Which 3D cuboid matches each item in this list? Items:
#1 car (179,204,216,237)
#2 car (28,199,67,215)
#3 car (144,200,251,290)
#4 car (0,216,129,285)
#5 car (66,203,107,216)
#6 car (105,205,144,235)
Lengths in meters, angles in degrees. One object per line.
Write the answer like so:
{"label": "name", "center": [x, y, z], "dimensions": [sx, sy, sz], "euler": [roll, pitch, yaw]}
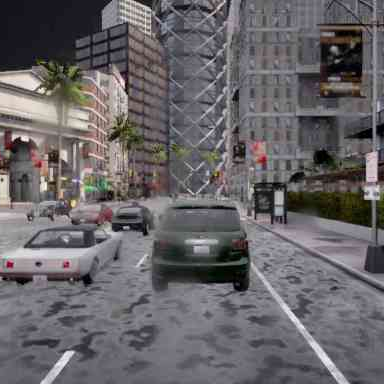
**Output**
{"label": "car", "center": [0.301, 1.505, 19.055], "dimensions": [1.837, 1.490, 4.892], "euler": [0, 0, 1]}
{"label": "car", "center": [-10.243, 1.242, 24.335], "dimensions": [1.812, 1.442, 4.674], "euler": [0, 0, 1]}
{"label": "car", "center": [0.200, 1.221, 9.188], "dimensions": [2.150, 2.045, 5.566], "euler": [0, 0, 0]}
{"label": "car", "center": [-3.291, 1.601, 9.479], "dimensions": [1.895, 1.301, 4.718], "euler": [0, 0, 0]}
{"label": "car", "center": [-6.768, 1.526, 23.023], "dimensions": [1.812, 1.442, 4.674], "euler": [0, 0, 1]}
{"label": "car", "center": [-3.200, 1.505, 18.753], "dimensions": [1.837, 1.490, 4.892], "euler": [0, 0, 1]}
